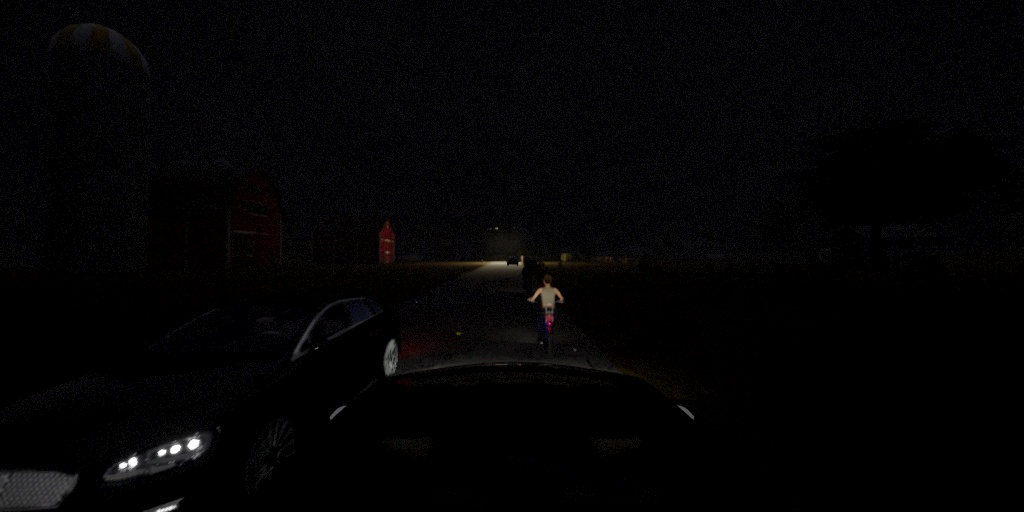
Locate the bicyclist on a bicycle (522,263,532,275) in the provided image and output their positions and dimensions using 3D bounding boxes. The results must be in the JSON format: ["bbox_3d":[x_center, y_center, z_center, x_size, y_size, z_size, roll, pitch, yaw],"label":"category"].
[{"bbox_3d":[0.758,1.168,17.556,0.582,1.620,1.656,0,0,0],"label":"bicyclist on a bicycle"}]

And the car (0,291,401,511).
[{"bbox_3d":[-2.850,1.246,4.407,2.128,1.511,4.902,0,0,0],"label":"car"}]

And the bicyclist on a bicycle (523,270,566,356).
[{"bbox_3d":[0.747,1.190,7.667,0.866,1.612,1.509,0,0,0],"label":"bicyclist on a bicycle"}]

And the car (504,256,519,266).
[{"bbox_3d":[0.116,0.946,61.857,1.994,1.385,4.181,0,0,-1],"label":"car"}]
